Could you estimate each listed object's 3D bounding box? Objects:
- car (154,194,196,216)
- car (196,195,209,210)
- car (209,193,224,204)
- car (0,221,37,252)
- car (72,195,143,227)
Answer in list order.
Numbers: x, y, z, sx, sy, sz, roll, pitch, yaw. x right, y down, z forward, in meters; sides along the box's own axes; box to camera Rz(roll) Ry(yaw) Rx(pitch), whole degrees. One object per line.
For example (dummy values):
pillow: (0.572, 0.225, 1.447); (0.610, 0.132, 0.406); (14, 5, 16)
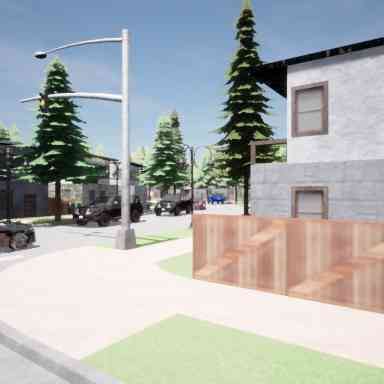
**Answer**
car: (-1.723, 1.202, 32.459); (2.150, 2.045, 5.566); (0, 0, 18)
car: (0.535, 1.333, 42.058); (2.097, 1.767, 4.553); (0, 0, 9)
car: (4.296, 1.202, 60.841); (2.150, 2.045, 5.566); (0, 0, -9)
car: (-7.996, 1.476, 11.681); (2.128, 1.511, 4.902); (0, 0, 32)
car: (-5.618, 1.202, 23.083); (2.150, 2.045, 5.566); (0, 0, 27)
